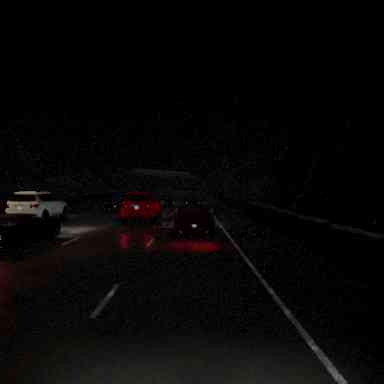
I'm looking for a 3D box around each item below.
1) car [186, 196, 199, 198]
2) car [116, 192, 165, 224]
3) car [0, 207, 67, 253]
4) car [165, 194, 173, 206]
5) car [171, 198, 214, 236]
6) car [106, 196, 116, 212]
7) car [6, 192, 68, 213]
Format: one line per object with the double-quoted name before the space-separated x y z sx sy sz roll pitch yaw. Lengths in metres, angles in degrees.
"car" 0.096 1.141 36.887 1.895 1.301 4.718 0 1 0
"car" -3.402 0.993 23.050 2.150 2.045 5.566 0 1 0
"car" -6.901 1.492 13.143 1.895 1.301 4.718 0 1 0
"car" -3.404 0.939 41.514 2.128 1.511 4.902 0 1 0
"car" 0.099 1.324 17.307 1.882 1.535 5.008 0 1 0
"car" -6.903 1.102 32.278 1.882 1.535 5.008 0 1 0
"car" -10.402 0.996 22.762 2.150 2.045 5.566 0 1 0
